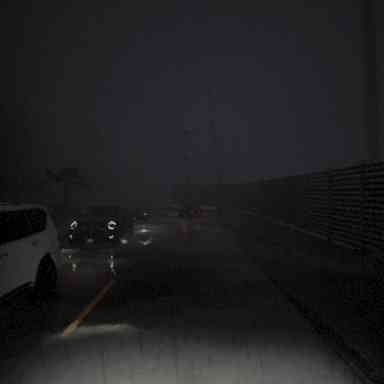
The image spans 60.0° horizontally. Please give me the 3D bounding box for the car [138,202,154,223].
[{"bbox_3d":[-4.029,1.560,25.768,1.812,1.442,4.674,0,0,0],"label":"car"}]

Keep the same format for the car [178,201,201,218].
[{"bbox_3d":[-0.254,1.567,30.614,1.812,1.442,4.674,0,0,-7],"label":"car"}]

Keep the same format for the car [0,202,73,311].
[{"bbox_3d":[-4.098,1.230,5.500,2.150,2.045,5.566,0,0,0],"label":"car"}]

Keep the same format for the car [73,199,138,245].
[{"bbox_3d":[-4.084,1.373,15.575,2.097,1.767,4.553,0,0,0],"label":"car"}]
